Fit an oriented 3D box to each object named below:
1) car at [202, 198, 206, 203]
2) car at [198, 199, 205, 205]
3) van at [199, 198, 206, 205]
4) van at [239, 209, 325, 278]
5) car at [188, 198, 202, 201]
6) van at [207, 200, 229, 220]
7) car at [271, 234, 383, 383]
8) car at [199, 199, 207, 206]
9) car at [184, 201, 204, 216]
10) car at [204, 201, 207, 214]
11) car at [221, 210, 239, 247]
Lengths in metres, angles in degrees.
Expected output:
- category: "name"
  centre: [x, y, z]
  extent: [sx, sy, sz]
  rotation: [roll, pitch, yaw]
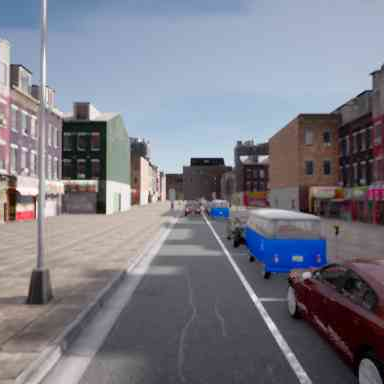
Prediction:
- category: "car"
  centre: [2.650, 1.954, 43.430]
  extent: [1.967, 1.590, 4.097]
  rotation: [1, -1, 0]
- category: "car"
  centre: [2.651, 2.748, 92.322]
  extent: [1.947, 1.339, 4.313]
  rotation: [1, -1, 0]
- category: "van"
  centre: [2.653, 2.442, 86.821]
  extent: [1.690, 1.788, 3.998]
  rotation: [1, -1, 0]
- category: "van"
  centre: [2.651, 1.458, 10.190]
  extent: [1.690, 1.788, 3.998]
  rotation: [1, -1, 0]
- category: "car"
  centre: [0.103, 1.954, 50.325]
  extent: [2.097, 1.767, 4.553]
  rotation: [0, -1, 0]
- category: "van"
  centre: [2.651, 1.718, 32.351]
  extent: [1.690, 1.788, 3.998]
  rotation: [1, -1, 0]
- category: "car"
  centre: [2.648, 1.599, 4.648]
  extent: [1.887, 1.381, 4.507]
  rotation: [1, -1, 0]
- category: "car"
  centre: [2.653, 2.462, 81.317]
  extent: [1.967, 1.590, 4.097]
  rotation: [1, -1, 0]
- category: "car"
  centre: [0.102, 2.050, 38.295]
  extent: [1.895, 1.301, 4.718]
  rotation: [0, -1, 0]
- category: "car"
  centre: [2.649, 1.972, 38.060]
  extent: [1.752, 1.417, 4.829]
  rotation: [1, -1, 0]
- category: "car"
  centre: [2.648, 1.746, 15.728]
  extent: [1.947, 1.339, 4.313]
  rotation: [1, -1, 0]
